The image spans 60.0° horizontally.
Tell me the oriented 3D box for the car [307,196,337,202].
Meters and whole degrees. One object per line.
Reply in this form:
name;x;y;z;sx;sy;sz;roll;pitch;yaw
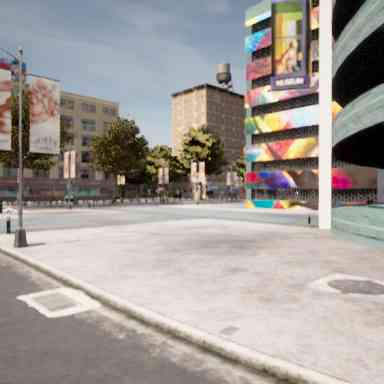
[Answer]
car;14.981;1.280;39.755;4.674;1.452;2.002;0;0;-43
